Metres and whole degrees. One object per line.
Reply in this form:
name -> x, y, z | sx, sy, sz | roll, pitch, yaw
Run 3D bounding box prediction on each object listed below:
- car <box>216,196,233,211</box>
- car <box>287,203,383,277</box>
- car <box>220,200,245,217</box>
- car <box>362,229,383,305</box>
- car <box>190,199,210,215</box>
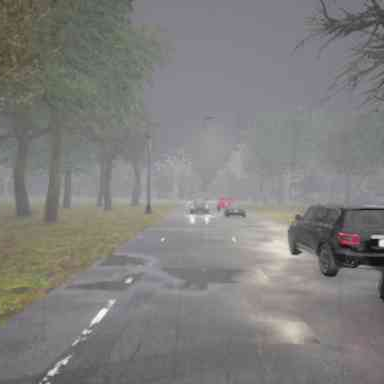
car -> 4.594, 1.563, 46.418 | 2.150, 2.045, 5.566 | 1, 0, 1
car -> 4.766, 1.358, 10.774 | 2.150, 2.045, 5.566 | 1, 0, 1
car -> 4.343, 1.826, 34.511 | 1.994, 1.385, 4.181 | 1, 0, 1
car -> 4.613, 1.605, 4.745 | 1.837, 1.490, 4.892 | 1, 0, 1
car -> 0.864, 1.574, 37.274 | 2.097, 1.767, 4.553 | 1, 0, 1
